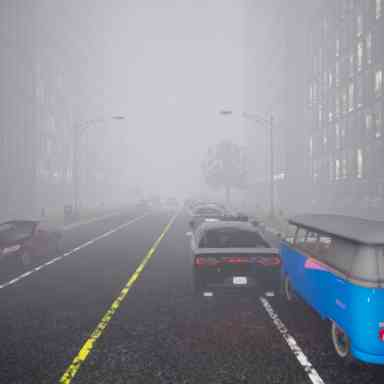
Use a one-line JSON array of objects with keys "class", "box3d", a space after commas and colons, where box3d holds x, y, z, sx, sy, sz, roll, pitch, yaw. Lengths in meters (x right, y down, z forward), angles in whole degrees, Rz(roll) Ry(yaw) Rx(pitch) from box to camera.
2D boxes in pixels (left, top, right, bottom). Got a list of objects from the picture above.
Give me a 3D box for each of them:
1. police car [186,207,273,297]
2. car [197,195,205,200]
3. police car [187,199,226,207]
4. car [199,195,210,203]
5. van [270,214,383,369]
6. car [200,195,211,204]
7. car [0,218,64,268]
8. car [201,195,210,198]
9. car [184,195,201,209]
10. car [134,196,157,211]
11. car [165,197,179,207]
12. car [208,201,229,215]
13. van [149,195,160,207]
[{"class": "police car", "box3d": [0.879, 1.425, 8.716, 1.930, 1.638, 5.238, 0, 0, 0]}, {"class": "car", "box3d": [2.472, 1.463, 90.978, 1.887, 1.381, 4.507, 0, 0, 0]}, {"class": "police car", "box3d": [0.855, 1.425, 18.716, 1.930, 1.638, 5.238, 0, 0, 0]}, {"class": "car", "box3d": [2.527, 1.401, 68.208, 1.967, 1.590, 4.097, 0, 0, 0]}, {"class": "van", "box3d": [2.677, 1.341, 5.592, 1.690, 1.788, 3.998, 0, 0, 0]}, {"class": "car", "box3d": [2.541, 1.410, 62.516, 1.967, 1.590, 4.097, 0, 0, 0]}, {"class": "car", "box3d": [-5.717, 1.582, 11.266, 1.802, 1.307, 4.206, 0, 0, 0]}, {"class": "car", "box3d": [2.582, 1.544, 45.439, 2.008, 1.369, 4.403, 0, 0, 0]}, {"class": "car", "box3d": [-0.102, 1.471, 45.189, 1.882, 1.535, 5.008, 0, 0, 1]}, {"class": "car", "box3d": [-5.786, 1.548, 39.729, 2.008, 1.369, 4.403, 0, 0, 0]}, {"class": "car", "box3d": [-3.123, 1.513, 51.173, 1.812, 1.442, 4.674, 0, 0, 0]}, {"class": "car", "box3d": [2.609, 1.581, 34.054, 1.802, 1.307, 4.206, 0, 0, 0]}, {"class": "van", "box3d": [-5.813, 1.328, 51.115, 1.690, 1.788, 3.998, 0, 0, 0]}]
